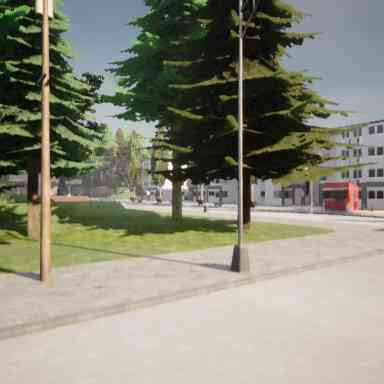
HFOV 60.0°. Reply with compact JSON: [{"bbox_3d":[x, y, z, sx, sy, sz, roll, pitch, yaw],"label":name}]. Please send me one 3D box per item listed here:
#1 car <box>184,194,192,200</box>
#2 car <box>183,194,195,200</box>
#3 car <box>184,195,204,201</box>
[{"bbox_3d":[0.454,1.484,87.219,4.536,1.218,1.853,0,0,-6],"label":"car"},{"bbox_3d":[-0.839,1.398,89.701,1.845,1.501,3.633,0,0,-24],"label":"car"},{"bbox_3d":[0.505,1.641,87.224,4.974,1.542,2.038,0,0,-6],"label":"car"}]
